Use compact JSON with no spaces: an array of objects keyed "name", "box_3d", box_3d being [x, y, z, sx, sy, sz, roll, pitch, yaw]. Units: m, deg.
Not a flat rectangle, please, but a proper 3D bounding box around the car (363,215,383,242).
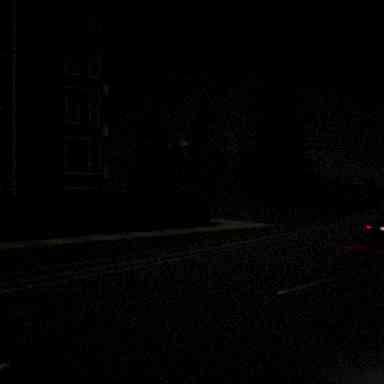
[{"name":"car","box_3d":[9.877,1.555,15.093,5.357,1.411,2.033,0,0,-36]}]
